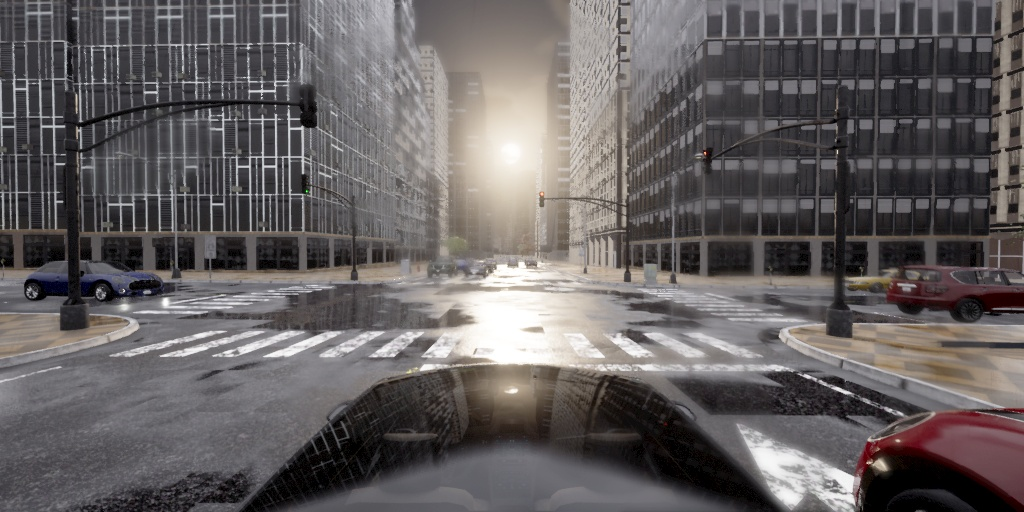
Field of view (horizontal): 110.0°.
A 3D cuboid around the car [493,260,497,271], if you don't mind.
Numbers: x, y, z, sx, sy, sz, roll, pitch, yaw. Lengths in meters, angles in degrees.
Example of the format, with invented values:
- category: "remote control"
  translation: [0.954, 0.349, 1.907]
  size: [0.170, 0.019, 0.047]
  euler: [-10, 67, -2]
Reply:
- category: "car"
  translation: [-3.218, 1.325, 43.222]
  size: [1.895, 1.301, 4.718]
  euler: [0, 0, 0]

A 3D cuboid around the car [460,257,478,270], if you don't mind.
- category: "car"
  translation: [-6.423, 1.065, 53.816]
  size: [2.097, 1.767, 4.553]
  euler: [0, 0, 0]

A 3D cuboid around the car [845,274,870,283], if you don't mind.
- category: "car"
  translation: [21.862, 1.409, 20.791]
  size: [4.829, 1.417, 1.751]
  euler: [0, 0, 1]

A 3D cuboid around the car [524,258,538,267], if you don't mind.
- category: "car"
  translation: [3.449, 1.303, 63.380]
  size: [1.895, 1.301, 4.718]
  euler: [0, 0, 0]

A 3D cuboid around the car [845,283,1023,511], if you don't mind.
- category: "car"
  translation: [3.253, 1.103, 0.410]
  size: [2.097, 1.767, 4.553]
  euler: [0, 0, 0]

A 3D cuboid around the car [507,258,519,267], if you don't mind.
- category: "car"
  translation: [0.199, 1.267, 63.362]
  size: [1.994, 1.385, 4.181]
  euler: [0, 0, 0]

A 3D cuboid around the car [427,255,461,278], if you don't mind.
- category: "car"
  translation: [-6.487, 0.954, 34.183]
  size: [2.150, 2.045, 5.566]
  euler: [0, 0, 0]

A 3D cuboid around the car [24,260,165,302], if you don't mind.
- category: "car"
  translation: [-18.151, 0.971, 15.742]
  size: [4.553, 1.767, 2.097]
  euler: [1, 1, 3]

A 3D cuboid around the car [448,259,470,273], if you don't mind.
- category: "car"
  translation: [-6.464, 1.201, 44.148]
  size: [1.882, 1.535, 5.008]
  euler: [0, 0, 0]

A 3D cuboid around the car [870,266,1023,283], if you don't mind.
- category: "car"
  translation: [16.224, 1.281, 12.525]
  size: [5.009, 1.841, 2.192]
  euler: [0, 0, 1]

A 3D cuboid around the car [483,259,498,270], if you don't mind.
- category: "car"
  translation: [-3.176, 1.261, 53.925]
  size: [2.033, 1.411, 5.357]
  euler: [0, 0, 0]

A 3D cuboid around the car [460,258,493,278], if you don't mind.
- category: "car"
  translation: [-3.246, 1.224, 33.941]
  size: [2.128, 1.511, 4.902]
  euler: [0, 0, 1]
